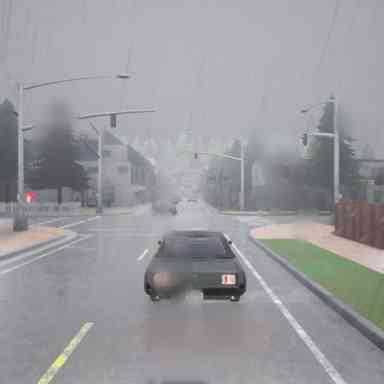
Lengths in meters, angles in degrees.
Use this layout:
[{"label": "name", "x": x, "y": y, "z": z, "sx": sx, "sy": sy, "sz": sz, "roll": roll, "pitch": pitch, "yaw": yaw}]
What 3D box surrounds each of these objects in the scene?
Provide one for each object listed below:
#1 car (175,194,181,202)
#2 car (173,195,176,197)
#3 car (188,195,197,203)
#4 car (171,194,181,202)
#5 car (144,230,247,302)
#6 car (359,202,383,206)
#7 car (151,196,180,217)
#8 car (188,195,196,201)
[{"label": "car", "x": -3.553, "y": 1.563, "z": 60.365, "sx": 1.994, "sy": 1.385, "sz": 4.181, "roll": 0, "pitch": 0, "yaw": 1}, {"label": "car", "x": -3.587, "y": 1.506, "z": 45.872, "sx": 1.837, "sy": 1.490, "sz": 4.892, "roll": 0, "pitch": 0, "yaw": 0}, {"label": "car", "x": 0.018, "y": 1.595, "z": 71.456, "sx": 1.895, "sy": 1.301, "sz": 4.718, "roll": 0, "pitch": 0, "yaw": 0}, {"label": "car", "x": -3.484, "y": 1.342, "z": 74.597, "sx": 2.097, "sy": 1.767, "sz": 4.553, "roll": 0, "pitch": 0, "yaw": 0}, {"label": "car", "x": 0.070, "y": 1.601, "z": 8.225, "sx": 1.895, "sy": 1.301, "sz": 4.718, "roll": 0, "pitch": 0, "yaw": 0}, {"label": "car", "x": 15.305, "y": 1.582, "z": 29.288, "sx": 4.718, "sy": 1.301, "sz": 1.895, "roll": 0, "pitch": 0, "yaw": -8}, {"label": "car", "x": -2.763, "y": 1.477, "z": 31.349, "sx": 1.882, "sy": 1.535, "sz": 5.008, "roll": 0, "pitch": 0, "yaw": -13}, {"label": "car", "x": 0.017, "y": 1.478, "z": 81.492, "sx": 1.882, "sy": 1.535, "sz": 5.008, "roll": 0, "pitch": 0, "yaw": 0}]
